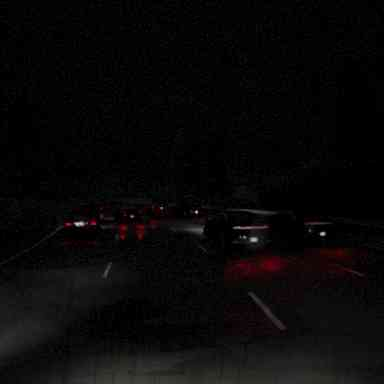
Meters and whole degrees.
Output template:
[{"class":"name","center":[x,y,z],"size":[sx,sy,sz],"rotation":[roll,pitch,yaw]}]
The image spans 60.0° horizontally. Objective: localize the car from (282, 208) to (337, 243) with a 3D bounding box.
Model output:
[{"class":"car","center":[5.050,1.559,16.416],"size":[2.128,1.511,4.902],"rotation":[0,0,-11]}]

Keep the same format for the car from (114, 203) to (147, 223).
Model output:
[{"class":"car","center":[-5.295,1.680,27.345],"size":[1.812,1.442,4.674],"rotation":[0,0,-19]}]

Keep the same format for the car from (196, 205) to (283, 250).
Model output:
[{"class":"car","center":[1.836,1.560,14.701],"size":[2.128,1.511,4.902],"rotation":[0,0,-11]}]

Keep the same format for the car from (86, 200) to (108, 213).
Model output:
[{"class":"car","center":[-11.876,1.721,41.101],"size":[1.882,1.535,5.008],"rotation":[0,0,-30]}]

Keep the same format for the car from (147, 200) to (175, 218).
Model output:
[{"class":"car","center":[-3.615,1.527,32.549],"size":[2.097,1.767,4.553],"rotation":[0,0,-22]}]

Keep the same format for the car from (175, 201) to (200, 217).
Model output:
[{"class":"car","center":[-0.490,1.678,34.158],"size":[1.837,1.490,4.892],"rotation":[0,0,-23]}]

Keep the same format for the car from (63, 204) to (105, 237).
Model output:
[{"class":"car","center":[-6.171,1.662,18.969],"size":[2.033,1.411,5.357],"rotation":[0,0,-15]}]
